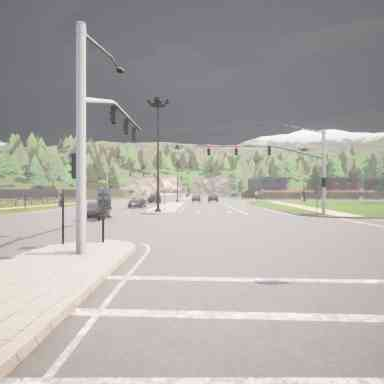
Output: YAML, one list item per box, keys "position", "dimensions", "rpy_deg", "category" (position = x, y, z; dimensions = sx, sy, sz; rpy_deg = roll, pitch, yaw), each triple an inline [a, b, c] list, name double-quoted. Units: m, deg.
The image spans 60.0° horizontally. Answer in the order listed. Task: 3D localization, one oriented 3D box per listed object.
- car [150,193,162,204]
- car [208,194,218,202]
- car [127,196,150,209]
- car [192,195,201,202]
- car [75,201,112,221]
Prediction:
- position: [-7.194, 1.280, 64.639]
  dimensions: [2.150, 2.045, 5.566]
  rpy_deg: [0, 0, 1]
  category: "car"
- position: [4.377, 1.188, 69.710]
  dimensions: [2.097, 1.767, 4.553]
  rpy_deg: [0, 0, 1]
  category: "car"
- position: [-7.554, 1.491, 45.598]
  dimensions: [2.128, 1.511, 4.902]
  rpy_deg: [0, 0, 1]
  category: "car"
- position: [0.878, 1.358, 69.786]
  dimensions: [2.128, 1.511, 4.902]
  rpy_deg: [0, 0, 1]
  category: "car"
- position: [-7.818, 1.506, 26.866]
  dimensions: [1.837, 1.490, 4.892]
  rpy_deg: [0, -1, 1]
  category: "car"
